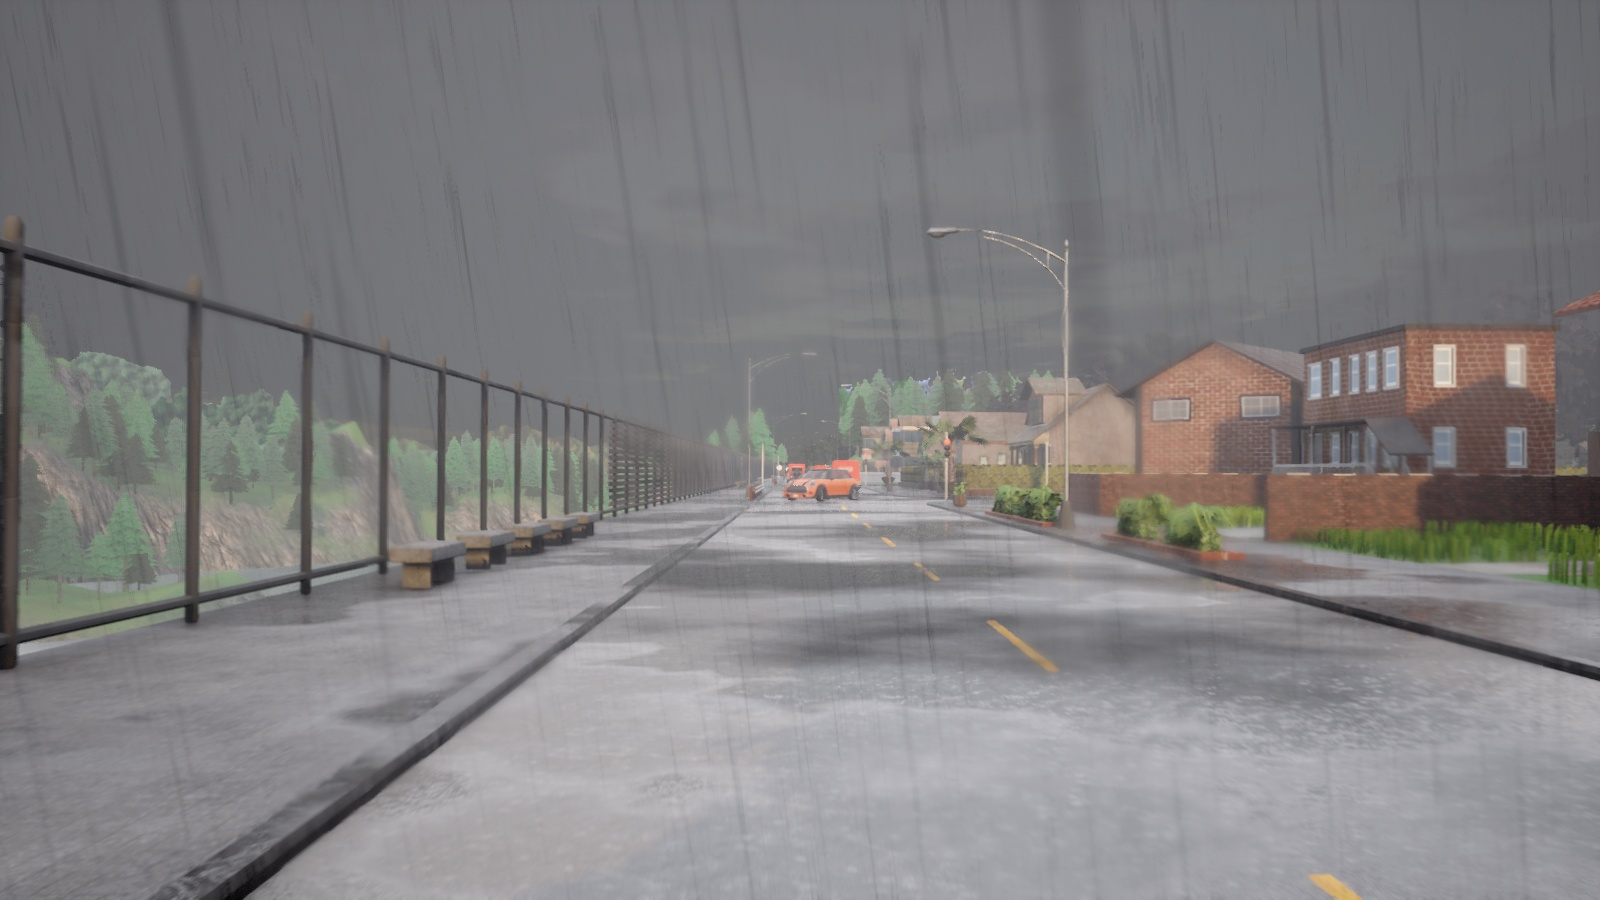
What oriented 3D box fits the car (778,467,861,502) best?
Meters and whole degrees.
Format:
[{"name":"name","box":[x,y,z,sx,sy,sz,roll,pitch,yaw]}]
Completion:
[{"name":"car","box":[1.060,1.767,65.571,2.097,1.767,4.553,-1,-1,36]}]
